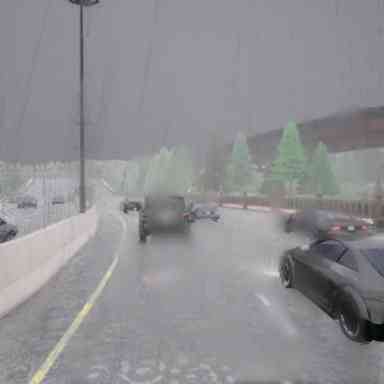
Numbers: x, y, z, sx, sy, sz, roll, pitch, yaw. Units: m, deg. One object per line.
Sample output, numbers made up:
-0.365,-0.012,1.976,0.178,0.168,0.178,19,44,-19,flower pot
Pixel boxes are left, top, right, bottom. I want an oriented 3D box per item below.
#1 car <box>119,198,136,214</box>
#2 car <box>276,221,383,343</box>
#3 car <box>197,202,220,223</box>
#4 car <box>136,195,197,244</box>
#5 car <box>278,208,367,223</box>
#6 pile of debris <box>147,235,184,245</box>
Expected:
-6.137,1.336,33.529,1.837,1.490,4.892,0,0,-19,car
3.172,1.510,6.382,1.994,1.385,4.181,0,0,-3,car
0.451,1.403,23.998,2.033,1.411,5.357,0,0,-14,car
-1.403,1.136,15.618,2.150,2.045,5.566,0,0,-9,car
5.733,1.429,15.277,2.033,1.411,5.357,0,0,-9,car
-1.199,2.095,14.548,1.500,0.140,1.860,0,0,-9,pile of debris
